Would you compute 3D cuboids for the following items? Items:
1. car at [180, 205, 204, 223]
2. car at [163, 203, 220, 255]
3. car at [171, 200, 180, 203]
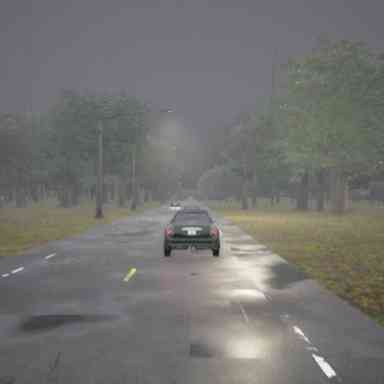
[{"bbox_3d":[-0.011,1.893,29.304,1.994,1.385,4.181,0,-1,0],"label":"car"},{"bbox_3d":[-0.005,1.504,14.078,2.097,1.767,4.553,0,-1,0],"label":"car"},{"bbox_3d":[-3.537,2.470,70.995,2.128,1.511,4.902,0,-1,0],"label":"car"}]
